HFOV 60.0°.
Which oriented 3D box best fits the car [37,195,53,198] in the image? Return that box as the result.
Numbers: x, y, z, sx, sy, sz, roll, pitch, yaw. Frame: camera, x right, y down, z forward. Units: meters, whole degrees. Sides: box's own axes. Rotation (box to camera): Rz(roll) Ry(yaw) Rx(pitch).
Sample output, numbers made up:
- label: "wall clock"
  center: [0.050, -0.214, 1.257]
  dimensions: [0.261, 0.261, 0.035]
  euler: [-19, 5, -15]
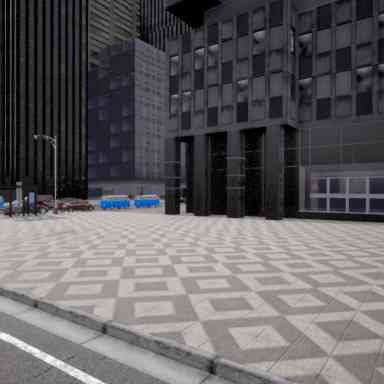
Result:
- label: "car"
  center: [-16.323, 1.480, 41.584]
  dimensions: [1.837, 1.490, 4.892]
  euler: [0, 0, 35]

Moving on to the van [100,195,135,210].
- label: "van"
  center: [-9.420, 1.331, 41.174]
  dimensions: [1.690, 1.788, 3.998]
  euler: [0, 0, 35]

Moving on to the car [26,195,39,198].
- label: "car"
  center: [-19.658, 1.284, 41.488]
  dimensions: [2.192, 1.841, 5.009]
  euler: [0, 0, 35]

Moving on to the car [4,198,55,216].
- label: "car"
  center: [-16.004, 1.548, 31.922]
  dimensions: [2.008, 1.369, 4.403]
  euler: [0, 0, 35]

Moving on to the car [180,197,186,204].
- label: "car"
  center: [0.454, 1.568, 55.052]
  dimensions: [1.802, 1.307, 4.206]
  euler: [0, 0, 35]

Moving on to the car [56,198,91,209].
- label: "car"
  center: [-16.367, 1.548, 46.115]
  dimensions: [1.802, 1.307, 4.206]
  euler: [0, 0, 35]

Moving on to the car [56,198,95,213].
- label: "car"
  center: [-12.712, 1.575, 36.548]
  dimensions: [1.802, 1.307, 4.206]
  euler: [0, 0, 35]

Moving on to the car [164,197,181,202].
- label: "car"
  center: [-2.943, 1.571, 60.230]
  dimensions: [1.895, 1.301, 4.718]
  euler: [0, 0, 36]

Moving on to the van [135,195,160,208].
- label: "van"
  center: [-6.129, 1.329, 45.799]
  dimensions: [1.690, 1.788, 3.998]
  euler: [0, 0, 35]
